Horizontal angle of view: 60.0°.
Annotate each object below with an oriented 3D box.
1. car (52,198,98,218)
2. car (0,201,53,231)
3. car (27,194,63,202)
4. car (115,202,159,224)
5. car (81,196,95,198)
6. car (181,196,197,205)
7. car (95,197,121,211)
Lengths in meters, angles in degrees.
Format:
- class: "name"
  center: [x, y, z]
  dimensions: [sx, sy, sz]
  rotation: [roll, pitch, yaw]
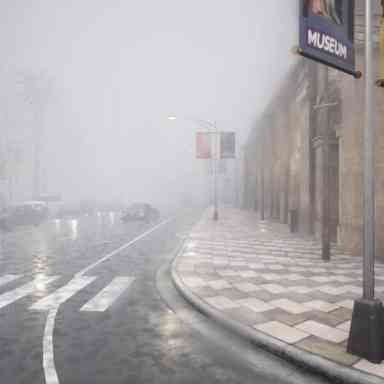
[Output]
- class: "car"
  center: [-10.482, 1.526, 30.218]
  dimensions: [1.812, 1.442, 4.674]
  rotation: [0, 0, 5]
- class: "car"
  center: [-11.173, 1.547, 20.815]
  dimensions: [2.033, 1.411, 5.357]
  rotation: [0, 0, 4]
- class: "car"
  center: [-13.919, 1.221, 31.227]
  dimensions: [2.150, 2.045, 5.566]
  rotation: [0, 0, 4]
- class: "car"
  center: [-3.777, 1.550, 24.734]
  dimensions: [2.033, 1.411, 5.357]
  rotation: [0, 0, 4]
- class: "car"
  center: [-13.089, 1.352, 41.519]
  dimensions: [2.097, 1.767, 4.553]
  rotation: [0, 0, 5]
- class: "car"
  center: [-0.505, 1.504, 58.312]
  dimensions: [2.128, 1.511, 4.902]
  rotation: [-1, 0, 17]
- class: "car"
  center: [-9.692, 1.526, 40.076]
  dimensions: [1.812, 1.442, 4.674]
  rotation: [0, 0, 5]
